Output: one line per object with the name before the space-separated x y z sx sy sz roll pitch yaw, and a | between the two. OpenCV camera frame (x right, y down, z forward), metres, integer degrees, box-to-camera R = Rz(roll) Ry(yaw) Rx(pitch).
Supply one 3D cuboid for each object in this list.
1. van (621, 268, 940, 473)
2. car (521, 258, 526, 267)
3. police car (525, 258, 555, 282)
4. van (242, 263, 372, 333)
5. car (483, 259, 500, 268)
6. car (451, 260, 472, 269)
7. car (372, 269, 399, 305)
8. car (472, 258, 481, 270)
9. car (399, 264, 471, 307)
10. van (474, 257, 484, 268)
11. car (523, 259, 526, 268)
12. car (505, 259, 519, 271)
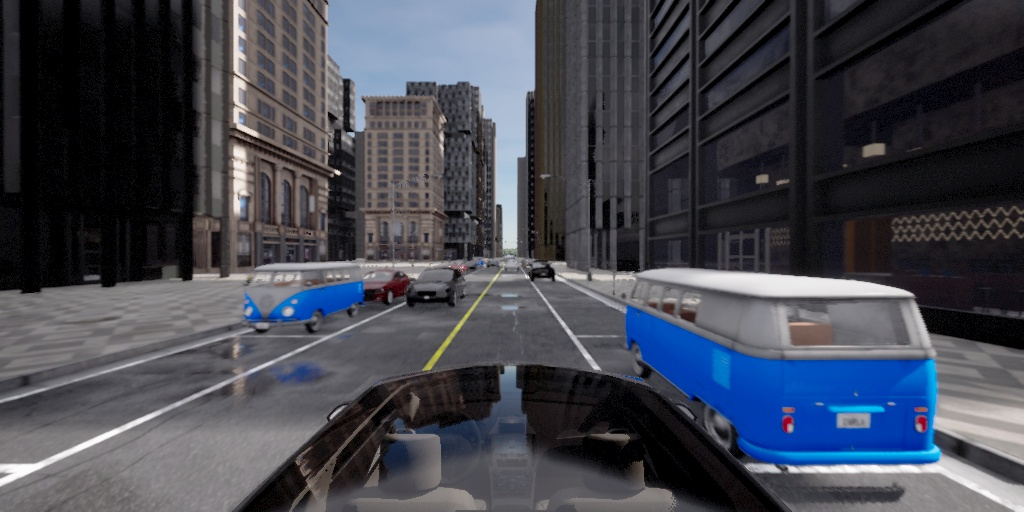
van | 2.762 1.090 4.747 1.690 1.789 3.998 0 0 0
car | 2.752 1.236 55.683 1.751 1.417 4.829 0 0 0
police car | 2.362 1.161 29.155 1.930 1.638 5.238 0 0 0
van | -5.765 1.086 10.383 1.690 1.789 3.998 0 0 0
car | -3.053 1.271 58.077 1.994 1.385 4.181 0 0 1
car | -5.770 1.168 38.587 1.967 1.591 4.097 0 0 0
car | -5.766 1.288 16.024 1.888 1.381 4.507 0 0 0
car | -5.772 1.283 49.870 1.948 1.339 4.313 0 0 0
car | -3.101 1.248 15.435 1.837 1.490 4.892 0 0 0
van | -5.774 1.044 61.152 1.690 1.789 3.998 0 0 0
car | 2.754 1.289 44.231 1.948 1.339 4.313 0 0 0
car | 0.003 1.245 49.013 1.812 1.442 4.674 0 0 0
